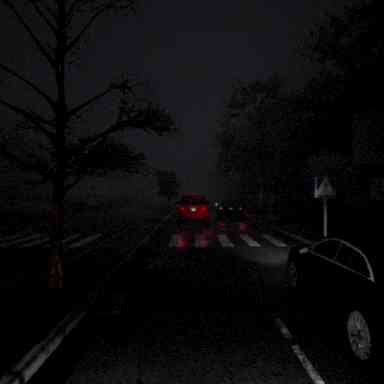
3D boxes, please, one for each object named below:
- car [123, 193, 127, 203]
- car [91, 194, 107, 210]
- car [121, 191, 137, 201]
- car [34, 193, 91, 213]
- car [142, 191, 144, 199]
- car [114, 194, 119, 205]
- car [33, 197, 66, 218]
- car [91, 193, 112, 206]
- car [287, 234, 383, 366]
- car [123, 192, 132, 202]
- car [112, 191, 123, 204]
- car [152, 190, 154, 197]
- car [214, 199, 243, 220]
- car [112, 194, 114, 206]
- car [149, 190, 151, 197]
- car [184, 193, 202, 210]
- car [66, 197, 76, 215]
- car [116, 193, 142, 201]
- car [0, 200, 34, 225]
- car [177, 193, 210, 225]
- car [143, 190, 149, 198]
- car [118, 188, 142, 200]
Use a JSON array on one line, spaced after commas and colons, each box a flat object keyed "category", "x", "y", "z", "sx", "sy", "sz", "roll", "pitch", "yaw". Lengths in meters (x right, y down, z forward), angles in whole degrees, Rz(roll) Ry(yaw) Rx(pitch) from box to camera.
[{"category": "car", "x": -13.834, "y": 1.328, "z": 55.859, "sx": 4.674, "sy": 1.452, "sz": 2.002, "roll": -1, "pitch": 1, "yaw": -20}, {"category": "car", "x": -13.666, "y": 1.448, "z": 40.908, "sx": 5.366, "sy": 1.575, "sz": 1.946, "roll": -1, "pitch": 0, "yaw": -20}, {"category": "car", "x": -13.801, "y": 1.177, "z": 64.875, "sx": 4.792, "sy": 1.488, "sz": 2.163, "roll": -1, "pitch": 1, "yaw": -20}, {"category": "car", "x": -13.818, "y": 1.236, "z": 34.853, "sx": 5.566, "sy": 2.045, "sz": 2.435, "roll": -1, "pitch": 0, "yaw": -20}, {"category": "car", "x": -13.650, "y": 1.053, "z": 70.929, "sx": 5.366, "sy": 1.575, "sz": 1.946, "roll": -1, "pitch": 1, "yaw": -20}, {"category": "car", "x": -13.837, "y": 1.411, "z": 49.860, "sx": 4.674, "sy": 1.452, "sz": 2.002, "roll": -1, "pitch": 0, "yaw": -20}, {"category": "car", "x": -14.016, "y": 1.498, "z": 28.761, "sx": 5.366, "sy": 1.575, "sz": 1.946, "roll": -1, "pitch": 0, "yaw": -20}, {"category": "car", "x": -13.865, "y": 1.179, "z": 43.833, "sx": 5.566, "sy": 2.045, "sz": 2.435, "roll": -1, "pitch": 1, "yaw": -20}, {"category": "car", "x": 3.099, "y": 1.471, "z": 5.774, "sx": 2.128, "sy": 1.511, "sz": 4.902, "roll": 0, "pitch": 1, "yaw": 0}, {"category": "car", "x": -13.823, "y": 1.243, "z": 58.858, "sx": 5.008, "sy": 1.535, "sz": 2.097, "roll": -1, "pitch": 1, "yaw": -20}, {"category": "car", "x": -13.865, "y": 1.204, "z": 52.846, "sx": 4.553, "sy": 1.767, "sz": 2.185, "roll": -1, "pitch": 1, "yaw": -20}, {"category": "car", "x": -13.822, "y": 0.824, "z": 91.867, "sx": 4.892, "sy": 1.521, "sz": 2.231, "roll": -1, "pitch": 0, "yaw": -20}, {"category": "car", "x": 3.095, "y": 1.361, "z": 28.619, "sx": 2.097, "sy": 1.767, "sz": 4.553, "roll": 0, "pitch": 0, "yaw": 0}, {"category": "car", "x": -13.861, "y": 1.430, "z": 46.835, "sx": 4.792, "sy": 1.488, "sz": 2.163, "roll": -1, "pitch": 1, "yaw": -20}, {"category": "car", "x": -13.788, "y": 0.752, "z": 85.870, "sx": 4.553, "sy": 1.767, "sz": 2.185, "roll": -1, "pitch": 1, "yaw": -20}, {"category": "car", "x": 0.093, "y": 1.168, "z": 42.990, "sx": 2.150, "sy": 2.045, "sz": 5.566, "roll": 0, "pitch": 1, "yaw": 0}, {"category": "car", "x": -13.847, "y": 1.533, "z": 31.834, "sx": 4.674, "sy": 1.452, "sz": 2.002, "roll": -1, "pitch": 0, "yaw": -20}, {"category": "car", "x": -13.996, "y": 1.019, "z": 73.795, "sx": 5.366, "sy": 1.575, "sz": 1.946, "roll": -1, "pitch": 1, "yaw": -20}, {"category": "car", "x": -13.821, "y": 1.529, "z": 22.837, "sx": 4.792, "sy": 1.488, "sz": 2.163, "roll": -1, "pitch": 0, "yaw": -20}, {"category": "car", "x": 0.093, "y": 1.231, "z": 23.979, "sx": 2.150, "sy": 2.045, "sz": 5.566, "roll": 0, "pitch": 0, "yaw": 0}, {"category": "car", "x": -13.848, "y": 0.692, "z": 79.843, "sx": 5.566, "sy": 2.045, "sz": 2.435, "roll": -1, "pitch": 1, "yaw": -20}, {"category": "car", "x": -13.805, "y": 0.852, "z": 67.874, "sx": 5.566, "sy": 2.045, "sz": 2.435, "roll": -1, "pitch": 1, "yaw": -20}]
